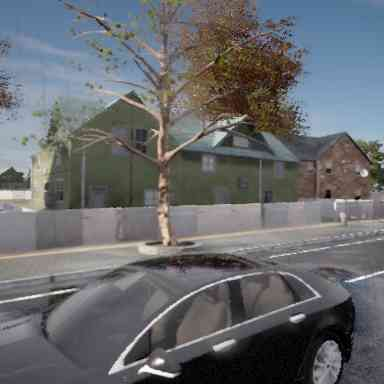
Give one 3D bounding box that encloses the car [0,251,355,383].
[{"bbox_3d":[-0.181,1.502,3.543,4.892,1.490,1.837,0,0,-35],"label":"car"}]
